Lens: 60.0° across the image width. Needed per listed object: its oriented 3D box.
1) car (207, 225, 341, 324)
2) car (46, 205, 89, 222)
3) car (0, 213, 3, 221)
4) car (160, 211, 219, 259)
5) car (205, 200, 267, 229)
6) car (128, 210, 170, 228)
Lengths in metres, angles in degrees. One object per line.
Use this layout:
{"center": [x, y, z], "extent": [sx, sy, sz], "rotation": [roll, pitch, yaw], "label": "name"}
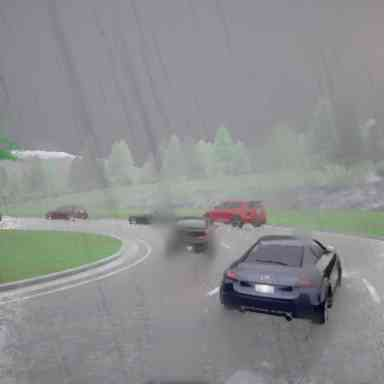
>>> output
{"center": [2.189, 1.675, 7.569], "extent": [1.994, 1.385, 4.181], "rotation": [-1, -1, 27], "label": "car"}
{"center": [-13.307, 2.163, 35.374], "extent": [4.553, 1.767, 2.097], "rotation": [-1, -1, 25], "label": "car"}
{"center": [-19.662, 2.306, 30.659], "extent": [4.902, 1.511, 2.128], "rotation": [-1, -1, 26], "label": "car"}
{"center": [0.000, 1.755, 13.789], "extent": [1.837, 1.490, 4.892], "rotation": [1, -1, 2], "label": "car"}
{"center": [3.126, 1.629, 25.185], "extent": [2.150, 2.045, 5.566], "rotation": [1, -2, -35], "label": "car"}
{"center": [-2.962, 2.116, 26.584], "extent": [4.718, 1.301, 1.895], "rotation": [-2, -1, 39], "label": "car"}
